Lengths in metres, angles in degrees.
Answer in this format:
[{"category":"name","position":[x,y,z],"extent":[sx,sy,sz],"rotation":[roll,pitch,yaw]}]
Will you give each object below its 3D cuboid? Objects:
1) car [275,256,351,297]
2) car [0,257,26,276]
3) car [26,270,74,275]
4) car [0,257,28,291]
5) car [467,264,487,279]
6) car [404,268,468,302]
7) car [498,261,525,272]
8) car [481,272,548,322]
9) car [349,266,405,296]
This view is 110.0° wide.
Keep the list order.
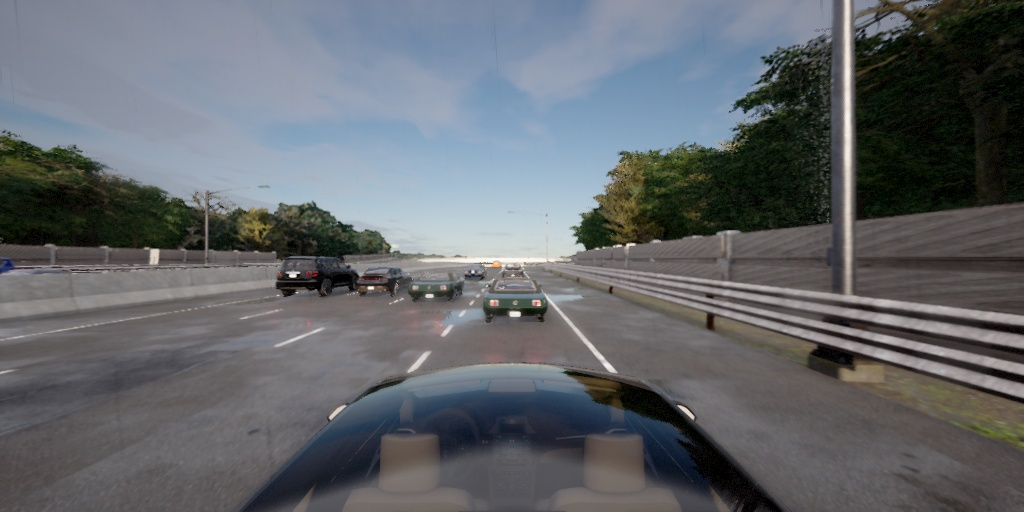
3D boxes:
[{"category":"car","position":[-10.403,1.054,19.695],"extent":[2.150,2.045,5.566],"rotation":[0,0,0]},{"category":"car","position":[-6.899,0.971,1.494],"extent":[2.150,2.045,5.566],"rotation":[0,0,0]},{"category":"car","position":[-21.102,1.327,15.614],"extent":[1.812,1.442,4.674],"rotation":[0,-1,0]},{"category":"car","position":[-31.602,1.056,19.823],"extent":[2.150,2.045,5.566],"rotation":[0,-1,0]},{"category":"car","position":[-3.506,1.518,34.705],"extent":[2.033,1.411,5.357],"rotation":[0,-1,0]},{"category":"car","position":[-3.502,1.414,17.488],"extent":[1.895,1.301,4.718],"rotation":[0,0,0]},{"category":"car","position":[0.095,1.441,32.367],"extent":[2.128,1.511,4.902],"rotation":[0,-1,0]},{"category":"car","position":[0.098,1.384,12.423],"extent":[1.895,1.301,4.718],"rotation":[0,0,0]},{"category":"car","position":[-6.903,1.340,19.949],"extent":[1.837,1.490,4.892],"rotation":[0,0,0]}]
